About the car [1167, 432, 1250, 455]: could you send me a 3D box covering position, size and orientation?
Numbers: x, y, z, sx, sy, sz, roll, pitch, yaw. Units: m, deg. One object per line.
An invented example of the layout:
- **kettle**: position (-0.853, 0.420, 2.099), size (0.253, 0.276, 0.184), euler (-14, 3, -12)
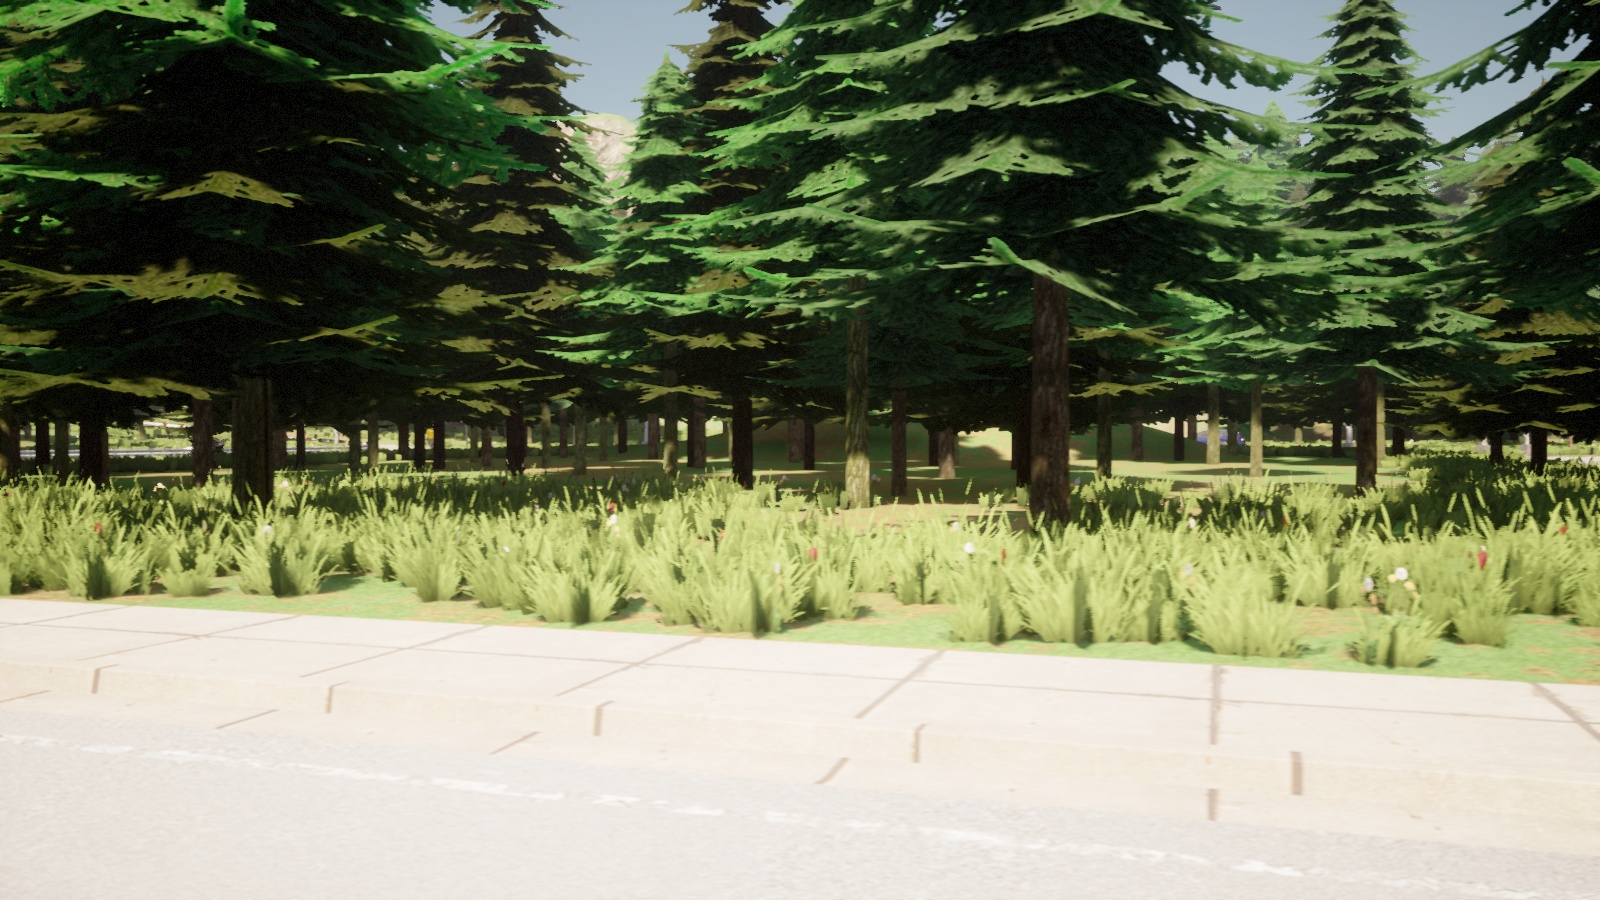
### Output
- **car**: position (27.478, -0.453, 84.521), size (4.792, 1.488, 2.163), euler (1, 1, 42)

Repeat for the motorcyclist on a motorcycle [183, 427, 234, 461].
- **motorcyclist on a motorcycle**: position (-27.698, -0.289, 58.856), size (0.866, 1.530, 2.191), euler (1, 1, 19)
